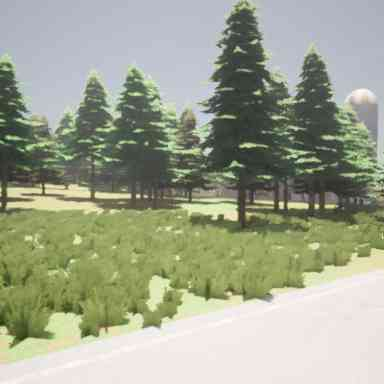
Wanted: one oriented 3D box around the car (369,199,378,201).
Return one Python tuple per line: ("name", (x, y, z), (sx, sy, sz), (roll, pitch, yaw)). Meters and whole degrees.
("car", (36.155, 2.101, 67.251), (3.988, 1.617, 1.851), (1, 0, -36))
